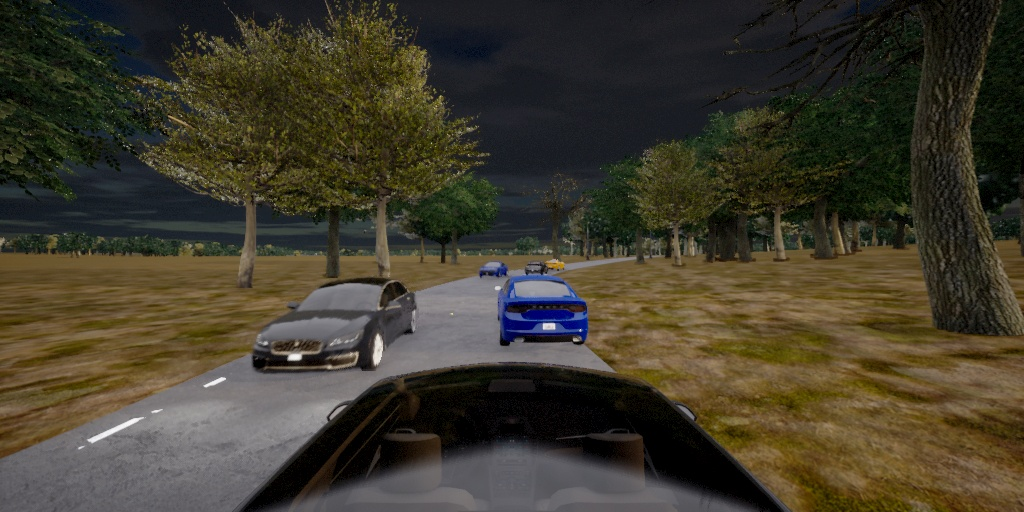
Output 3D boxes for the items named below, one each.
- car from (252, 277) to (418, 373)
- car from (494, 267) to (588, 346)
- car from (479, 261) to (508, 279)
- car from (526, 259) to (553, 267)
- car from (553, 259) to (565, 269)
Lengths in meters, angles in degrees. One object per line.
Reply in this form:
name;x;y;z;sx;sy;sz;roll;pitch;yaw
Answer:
car;-3.343;1.257;7.768;1.837;1.490;4.892;0;0;-3
car;0.580;1.231;9.507;1.882;1.535;5.008;0;0;-3
car;-1.637;1.239;33.154;1.882;1.535;5.008;0;0;11
car;2.692;1.246;38.475;2.128;1.511;4.902;0;0;15
car;5.790;1.164;48.366;1.882;1.535;5.008;0;1;21
